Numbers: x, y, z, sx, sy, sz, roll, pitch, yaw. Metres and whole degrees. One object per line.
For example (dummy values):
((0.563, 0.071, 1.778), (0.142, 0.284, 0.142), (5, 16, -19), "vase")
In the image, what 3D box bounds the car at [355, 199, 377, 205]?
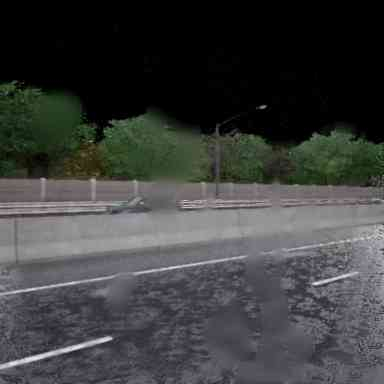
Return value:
((25.470, 1.714, 47.850), (4.718, 1.301, 1.895), (0, 0, -35), "car")

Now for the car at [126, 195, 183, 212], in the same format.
((-3.237, 1.244, 23.127), (5.566, 2.045, 2.150), (1, 0, -35), "car")

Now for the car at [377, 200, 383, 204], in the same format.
((27.604, 1.590, 45.081), (5.008, 1.535, 1.882), (0, 0, -35), "car")

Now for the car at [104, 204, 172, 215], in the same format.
((-3.589, 1.579, 18.605), (4.181, 1.385, 1.994), (0, 0, -35), "car")
